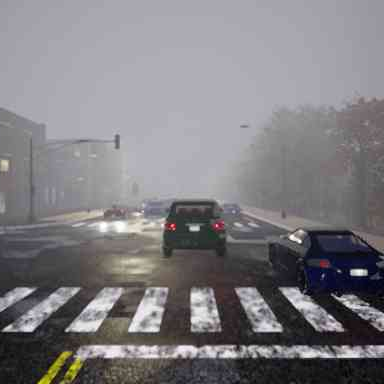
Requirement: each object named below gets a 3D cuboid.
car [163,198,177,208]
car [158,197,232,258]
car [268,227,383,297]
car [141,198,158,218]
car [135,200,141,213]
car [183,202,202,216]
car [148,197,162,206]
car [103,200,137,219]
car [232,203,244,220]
[{"bbox_3d":[-3.350,1.704,51.608,1.812,1.442,4.674,0,0,0],"label":"car"},{"bbox_3d":[0.102,1.265,13.145,2.150,2.045,5.566,0,0,0],"label":"car"},{"bbox_3d":[3.350,1.594,8.680,1.994,1.385,4.181,0,0,0],"label":"car"},{"bbox_3d":[-3.377,1.587,31.929,1.882,1.535,5.008,0,0,0],"label":"car"},{"bbox_3d":[-6.642,1.685,39.891,2.033,1.411,5.357,0,0,0],"label":"car"},{"bbox_3d":[0.057,1.720,34.621,1.895,1.301,4.718,0,0,0],"label":"car"},{"bbox_3d":[-6.625,1.712,59.899,1.837,1.490,4.892,0,0,0],"label":"car"},{"bbox_3d":[-6.625,1.704,30.238,1.895,1.301,4.718,0,0,0],"label":"car"},{"bbox_3d":[3.323,1.647,29.151,2.033,1.411,5.357,0,0,0],"label":"car"}]
